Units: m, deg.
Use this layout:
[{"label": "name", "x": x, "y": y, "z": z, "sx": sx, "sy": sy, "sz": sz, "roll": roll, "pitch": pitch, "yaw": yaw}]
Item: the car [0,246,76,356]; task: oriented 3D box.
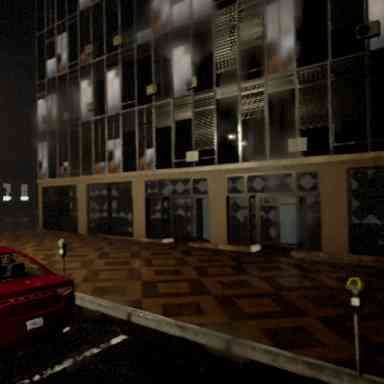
[{"label": "car", "x": -3.839, "y": 1.572, "z": 5.603, "sx": 4.507, "sy": 1.381, "sz": 1.887, "roll": 0, "pitch": -1, "yaw": 36}]
